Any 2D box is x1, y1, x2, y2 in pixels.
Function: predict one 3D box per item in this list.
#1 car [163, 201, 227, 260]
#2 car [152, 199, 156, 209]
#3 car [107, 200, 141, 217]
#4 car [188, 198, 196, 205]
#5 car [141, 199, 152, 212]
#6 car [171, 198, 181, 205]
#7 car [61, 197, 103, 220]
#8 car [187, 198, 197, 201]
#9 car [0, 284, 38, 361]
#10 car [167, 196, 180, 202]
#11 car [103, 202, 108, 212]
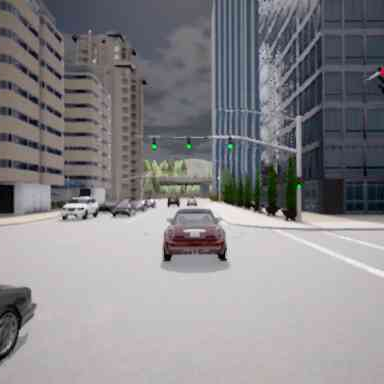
[{"bbox_3d":[0.089,1.408,12.767,2.097,1.767,4.553,0,-1,0],"label":"car"},{"bbox_3d":[-7.022,1.940,55.194,2.128,1.511,4.902,0,0,0],"label":"car"},{"bbox_3d":[-7.106,1.847,35.433,2.033,1.411,5.357,0,0,0],"label":"car"},{"bbox_3d":[-0.012,2.040,71.792,1.812,1.442,4.674,0,0,0],"label":"car"},{"bbox_3d":[-7.089,1.863,44.945,2.128,1.511,4.902,0,0,0],"label":"car"},{"bbox_3d":[-3.512,2.042,72.261,1.882,1.535,5.008,0,0,0],"label":"car"},{"bbox_3d":[-10.607,1.509,31.921,2.150,2.045,5.566,0,0,0],"label":"car"},{"bbox_3d":[-0.010,2.046,63.297,1.994,1.385,4.181,0,0,0],"label":"car"},{"bbox_3d":[-3.413,1.566,2.853,2.033,1.411,5.357,0,0,0],"label":"car"},{"bbox_3d":[-3.413,1.707,61.672,2.150,2.045,5.566,0,0,0],"label":"car"},{"bbox_3d":[-10.599,1.962,41.686,1.895,1.301,4.718,0,0,0],"label":"car"}]
